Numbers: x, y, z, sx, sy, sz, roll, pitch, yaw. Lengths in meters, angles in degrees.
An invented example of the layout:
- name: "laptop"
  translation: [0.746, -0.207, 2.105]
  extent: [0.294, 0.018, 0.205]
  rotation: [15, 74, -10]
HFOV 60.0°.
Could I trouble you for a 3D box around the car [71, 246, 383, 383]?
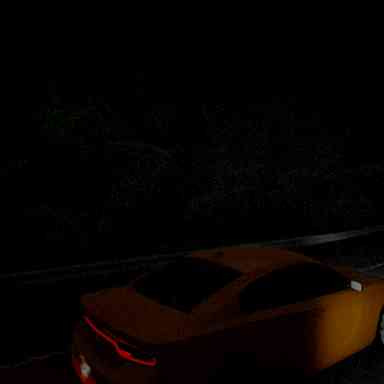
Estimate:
- name: "car"
  translation: [0.999, 1.509, 4.580]
  extent: [5.008, 1.535, 1.882]
  rotation: [1, 0, -36]
